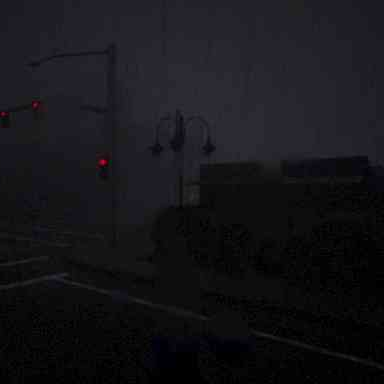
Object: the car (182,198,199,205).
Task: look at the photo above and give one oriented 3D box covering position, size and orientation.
[{"bbox_3d":[0.517,1.477,43.339,1.895,1.301,4.718,0,0,37],"label":"car"}]
